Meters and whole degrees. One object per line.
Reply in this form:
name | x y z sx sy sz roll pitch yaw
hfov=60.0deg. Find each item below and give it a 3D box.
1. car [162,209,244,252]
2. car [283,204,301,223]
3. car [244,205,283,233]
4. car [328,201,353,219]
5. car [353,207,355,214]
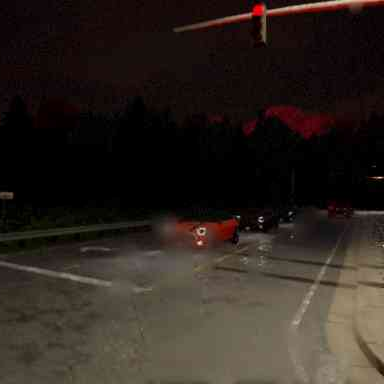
car | 0.531 1.585 15.193 2.097 1.767 4.553 0 -1 27
car | 9.019 1.973 31.701 2.097 1.767 4.553 0 -1 28
car | 4.539 1.769 23.039 2.097 1.767 4.553 0 -1 27
car | 17.966 2.120 40.532 2.150 2.045 5.566 0 -1 28
car | 23.132 2.615 49.834 2.128 1.511 4.902 0 -1 30
